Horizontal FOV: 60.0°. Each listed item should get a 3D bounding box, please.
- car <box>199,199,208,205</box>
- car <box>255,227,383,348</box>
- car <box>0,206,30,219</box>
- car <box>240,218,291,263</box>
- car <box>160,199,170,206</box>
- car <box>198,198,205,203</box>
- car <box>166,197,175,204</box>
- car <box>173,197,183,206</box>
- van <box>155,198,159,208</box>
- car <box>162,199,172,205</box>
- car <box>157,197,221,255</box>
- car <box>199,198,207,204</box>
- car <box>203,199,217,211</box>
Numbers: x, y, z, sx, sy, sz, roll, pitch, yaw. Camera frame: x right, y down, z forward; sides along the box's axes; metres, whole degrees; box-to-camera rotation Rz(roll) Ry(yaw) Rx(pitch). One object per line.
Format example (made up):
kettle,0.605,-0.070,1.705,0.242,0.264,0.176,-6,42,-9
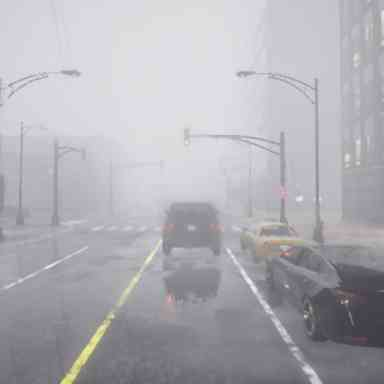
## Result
car,2.649,2.274,77.832,1.752,1.417,4.829,1,-1,0
car,2.664,1.628,6.399,1.947,1.339,4.313,1,-1,0
car,-19.442,2.139,35.100,4.313,1.339,1.947,-1,-1,1
car,2.831,1.643,12.212,1.752,1.417,4.829,1,-1,0
car,-5.728,2.276,72.133,1.802,1.307,4.206,1,-1,0
car,2.638,2.452,94.265,1.887,1.381,4.507,1,-1,0
car,-5.735,2.169,88.738,2.192,1.841,5.009,1,-1,0
car,-3.050,2.066,73.870,2.097,1.767,4.553,0,-1,0
van,-5.717,1.928,61.067,1.690,1.788,3.998,1,-1,0
car,-5.731,2.313,77.668,1.947,1.339,4.313,1,-1,0
car,-0.009,1.351,14.026,2.150,2.045,5.566,0,0,0
car,2.646,2.327,83.366,1.752,1.417,4.829,1,-1,0
car,2.669,1.920,49.989,1.967,1.590,4.097,1,-1,0
